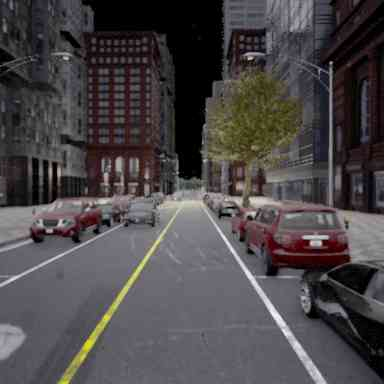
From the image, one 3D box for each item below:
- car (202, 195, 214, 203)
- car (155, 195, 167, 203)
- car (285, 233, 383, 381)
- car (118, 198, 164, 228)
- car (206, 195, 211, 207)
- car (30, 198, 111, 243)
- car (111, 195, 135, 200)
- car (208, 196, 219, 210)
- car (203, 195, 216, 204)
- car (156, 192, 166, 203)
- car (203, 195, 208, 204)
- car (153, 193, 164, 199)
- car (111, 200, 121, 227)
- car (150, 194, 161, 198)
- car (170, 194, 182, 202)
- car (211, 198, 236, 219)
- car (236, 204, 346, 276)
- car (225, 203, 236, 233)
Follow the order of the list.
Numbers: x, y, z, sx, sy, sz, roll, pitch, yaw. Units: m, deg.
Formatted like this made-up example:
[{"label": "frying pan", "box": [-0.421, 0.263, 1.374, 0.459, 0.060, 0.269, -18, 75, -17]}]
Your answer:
[{"label": "car", "box": [2.886, 1.220, 60.821, 1.947, 1.339, 4.313, 0, 0, 0]}, {"label": "car", "box": [-5.639, 1.236, 60.827, 1.802, 1.307, 4.206, 0, 0, 0]}, {"label": "car", "box": [2.858, 1.537, 4.425, 1.947, 1.339, 4.313, 0, 0, 0]}, {"label": "car", "box": [-3.089, 1.371, 21.212, 1.837, 1.490, 4.892, 0, 0, 0]}, {"label": "car", "box": [2.876, 1.348, 38.263, 1.802, 1.307, 4.206, 0, 0, 0]}, {"label": "car", "box": [-5.661, 1.215, 15.716, 2.192, 1.841, 5.009, 0, 0, 0]}, {"label": "car", "box": [-5.655, 1.146, 26.993, 2.192, 1.841, 5.009, 0, 0, 0]}, {"label": "car", "box": [2.872, 1.322, 32.794, 1.752, 1.417, 4.829, 0, 0, 0]}, {"label": "car", "box": [2.884, 1.245, 55.181, 1.947, 1.339, 4.313, 0, 0, 0]}, {"label": "car", "box": [-5.642, 0.994, 55.186, 2.192, 1.841, 5.009, 0, 0, 0]}, {"label": "car", "box": [2.878, 1.175, 43.902, 1.967, 1.590, 4.097, 0, 0, 0]}, {"label": "car", "box": [-5.644, 1.272, 49.549, 1.947, 1.339, 4.313, 0, 0, 0]}, {"label": "car", "box": [-5.658, 1.431, 21.357, 1.947, 1.339, 4.313, 0, 0, 0]}, {"label": "car", "box": [-5.647, 1.301, 43.912, 1.947, 1.339, 4.313, 0, 0, 0]}, {"label": "car", "box": [-2.991, 1.137, 63.092, 2.128, 1.511, 4.902, 0, 0, 1]}, {"label": "car", "box": [2.870, 1.397, 26.984, 1.947, 1.339, 4.313, 0, 0, 0]}, {"label": "car", "box": [2.861, 1.251, 10.064, 2.192, 1.841, 5.009, 0, 0, 0]}, {"label": "car", "box": [2.865, 1.445, 15.705, 1.887, 1.381, 4.507, 0, 0, 0]}]
